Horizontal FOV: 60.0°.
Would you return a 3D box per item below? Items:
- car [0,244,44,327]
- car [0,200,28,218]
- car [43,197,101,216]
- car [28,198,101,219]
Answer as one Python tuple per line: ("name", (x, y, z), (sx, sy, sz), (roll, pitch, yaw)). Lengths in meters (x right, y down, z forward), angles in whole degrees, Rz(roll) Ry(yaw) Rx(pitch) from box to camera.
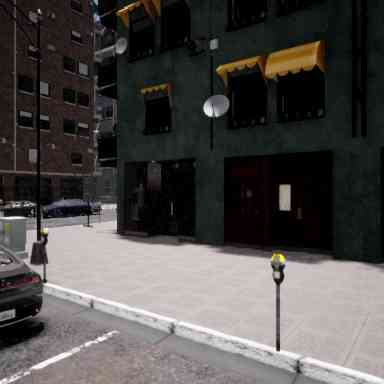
("car", (-4.458, 1.551, 6.072), (4.403, 1.369, 2.008), (0, 0, 36))
("car", (-13.974, 1.350, 26.105), (2.008, 1.369, 4.403), (1, 1, 35))
("car", (-10.874, 1.250, 30.522), (1.752, 1.417, 4.829), (1, 1, 35))
("car", (-10.036, 1.302, 27.225), (2.033, 1.411, 5.357), (0, 1, 35))
